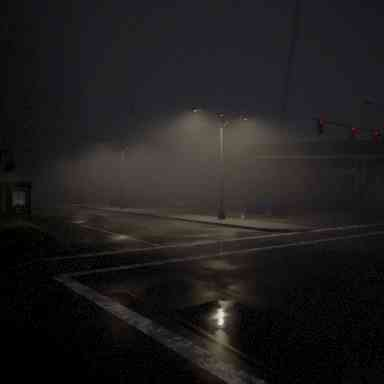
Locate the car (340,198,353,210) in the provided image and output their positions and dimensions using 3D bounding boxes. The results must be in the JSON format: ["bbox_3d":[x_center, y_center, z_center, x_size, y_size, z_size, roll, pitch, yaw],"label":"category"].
[{"bbox_3d":[18.173,1.456,42.041,1.970,1.475,3.806,0,0,-35],"label":"car"}]

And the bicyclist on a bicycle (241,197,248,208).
[{"bbox_3d":[6.331,1.430,39.760,1.656,1.620,0.582,-6,-7,-37],"label":"bicyclist on a bicycle"}]

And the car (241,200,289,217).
[{"bbox_3d":[6.776,1.477,31.487,1.882,1.535,5.008,0,0,-35],"label":"car"}]

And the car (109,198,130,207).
[{"bbox_3d":[-11.077,1.564,50.732,1.994,1.385,4.181,0,0,-35],"label":"car"}]

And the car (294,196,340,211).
[{"bbox_3d":[13.908,1.295,38.118,2.242,1.667,4.611,0,0,-35],"label":"car"}]
